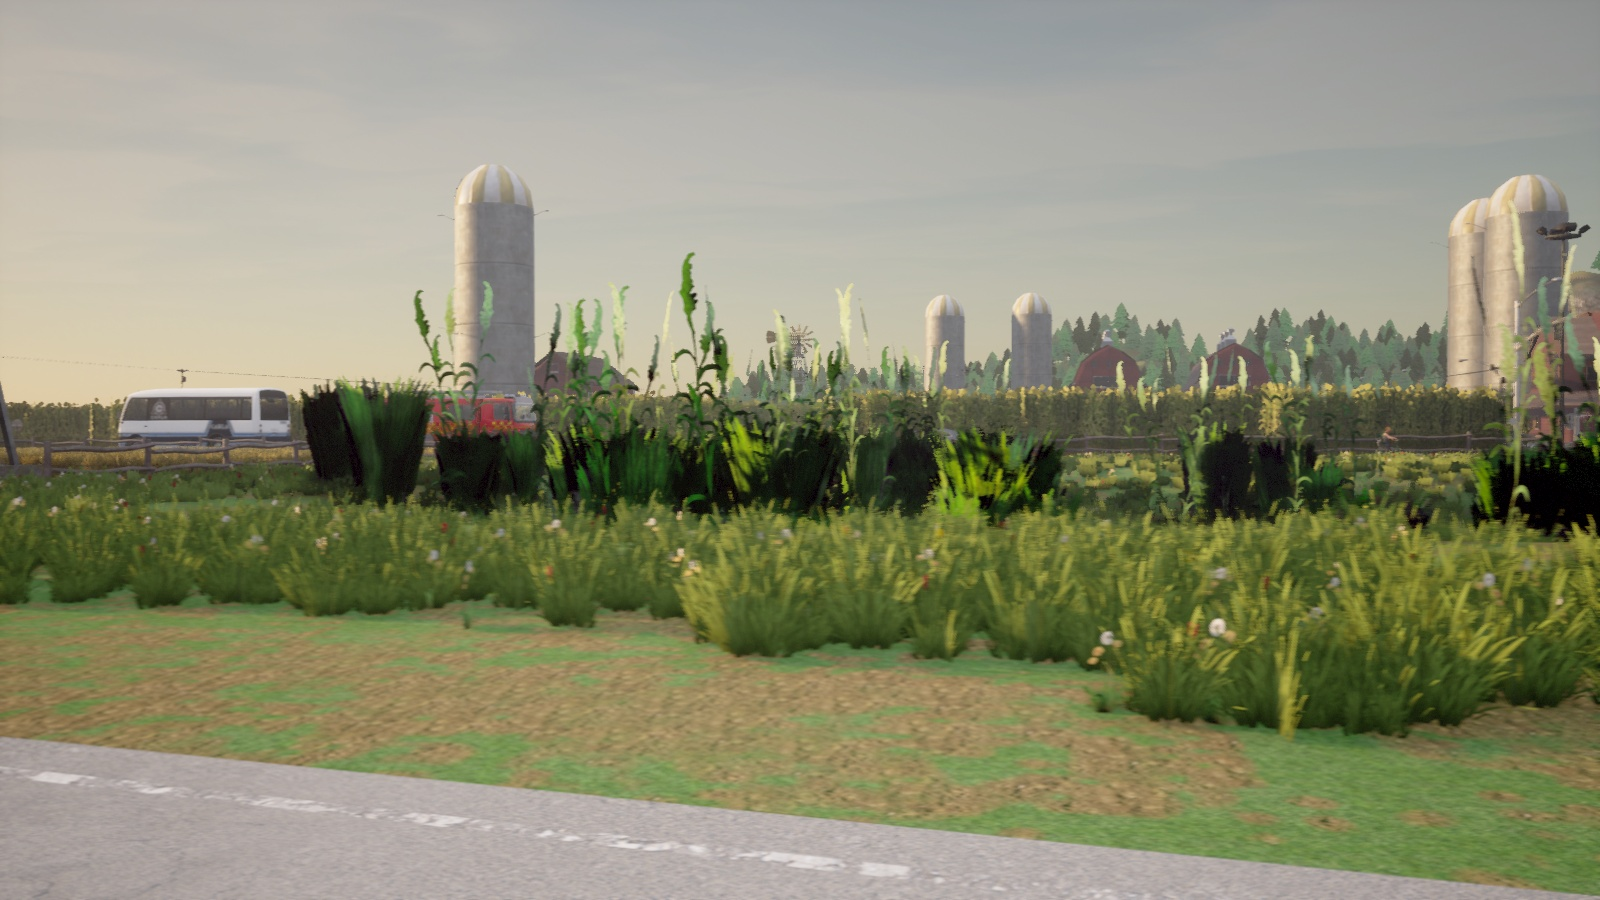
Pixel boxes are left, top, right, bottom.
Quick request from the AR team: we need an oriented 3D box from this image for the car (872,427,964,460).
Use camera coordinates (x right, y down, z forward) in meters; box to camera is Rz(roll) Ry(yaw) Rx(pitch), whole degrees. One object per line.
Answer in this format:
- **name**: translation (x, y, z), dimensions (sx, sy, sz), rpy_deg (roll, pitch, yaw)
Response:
- **car**: translation (6.307, -0.376, 66.943), dimensions (4.611, 1.667, 2.242), rpy_deg (1, 1, 13)

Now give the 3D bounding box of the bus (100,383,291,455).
- **bus**: translation (-36.958, -1.920, 76.880), dimensions (10.273, 4.253, 3.944), rpy_deg (1, 1, 13)

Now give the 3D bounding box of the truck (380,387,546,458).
- **truck**: translation (-18.604, -1.521, 69.497), dimensions (8.468, 3.827, 2.891), rpy_deg (0, 1, 12)
